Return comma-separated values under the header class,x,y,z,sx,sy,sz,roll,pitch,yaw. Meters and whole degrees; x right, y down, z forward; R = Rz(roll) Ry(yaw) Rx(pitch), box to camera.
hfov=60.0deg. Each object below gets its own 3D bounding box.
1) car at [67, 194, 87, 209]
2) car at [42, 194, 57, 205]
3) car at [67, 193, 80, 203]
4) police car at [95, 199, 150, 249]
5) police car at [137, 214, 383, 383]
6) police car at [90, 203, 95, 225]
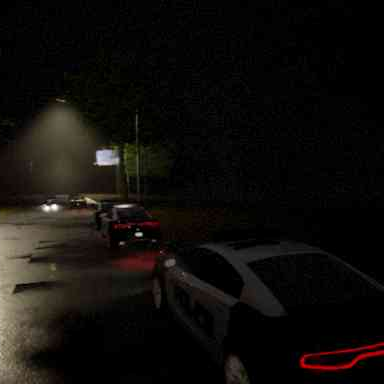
class,x,y,z,sx,sy,sz,roll,pitch,yaw
car,-13.996,1.168,40.732,2.128,1.511,4.902,-1,1,-20
car,-21.683,1.112,50.931,2.128,1.511,4.902,-1,1,-21
car,-20.758,0.986,58.315,2.033,1.411,5.357,-1,2,-21
police car,-2.822,1.301,14.281,1.930,1.638,5.238,-1,1,-21
police car,0.744,1.342,4.938,1.930,1.638,5.238,-1,1,-21
police car,-4.962,1.272,19.885,1.930,1.638,5.238,-1,1,-21
